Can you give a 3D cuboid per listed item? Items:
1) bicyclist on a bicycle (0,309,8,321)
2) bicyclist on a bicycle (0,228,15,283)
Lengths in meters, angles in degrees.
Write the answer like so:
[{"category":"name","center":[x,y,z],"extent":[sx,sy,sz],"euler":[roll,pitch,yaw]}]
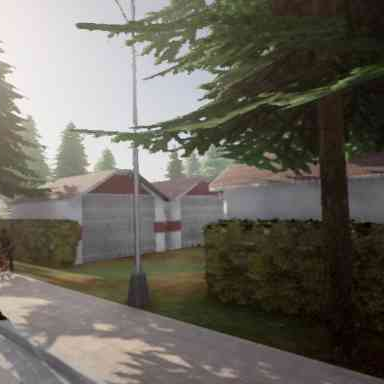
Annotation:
[{"category":"bicyclist on a bicycle","center":[-4.204,1.818,6.450],"extent":[0.582,1.620,1.656],"euler":[-22,8,-30]},{"category":"bicyclist on a bicycle","center":[-5.857,1.949,10.440],"extent":[0.582,1.620,1.656],"euler":[-1,-3,-18]}]
